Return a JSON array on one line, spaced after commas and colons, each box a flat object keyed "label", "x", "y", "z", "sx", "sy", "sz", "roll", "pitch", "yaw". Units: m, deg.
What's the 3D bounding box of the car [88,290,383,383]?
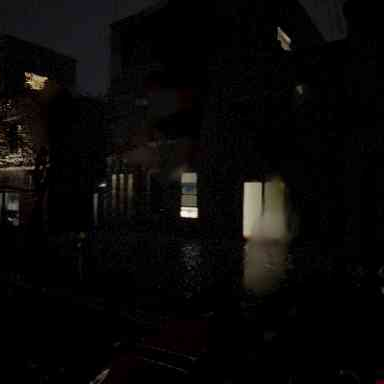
[{"label": "car", "x": 1.031, "y": 1.441, "z": 2.120, "sx": 4.097, "sy": 1.590, "sz": 1.967, "roll": 0, "pitch": 1, "yaw": 36}]
